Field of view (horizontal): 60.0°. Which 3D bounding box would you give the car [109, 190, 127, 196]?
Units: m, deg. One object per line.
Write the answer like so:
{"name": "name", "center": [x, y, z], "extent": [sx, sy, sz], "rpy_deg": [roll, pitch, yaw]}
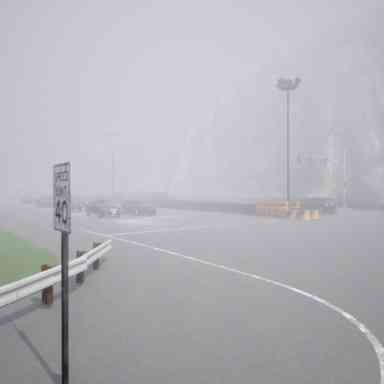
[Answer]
{"name": "car", "center": [-16.870, 0.661, 75.295], "extent": [2.150, 2.045, 5.566], "rpy_deg": [0, 1, -38]}

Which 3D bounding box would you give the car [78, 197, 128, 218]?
{"name": "car", "center": [-8.044, 1.424, 29.816], "extent": [2.128, 1.511, 4.902], "rpy_deg": [0, 0, -38]}

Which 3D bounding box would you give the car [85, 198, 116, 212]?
{"name": "car", "center": [-10.708, 1.449, 38.857], "extent": [1.994, 1.385, 4.181], "rpy_deg": [0, 0, -38]}

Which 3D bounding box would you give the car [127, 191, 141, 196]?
{"name": "car", "center": [-10.379, 0.831, 67.162], "extent": [2.150, 2.045, 5.566], "rpy_deg": [0, 1, -38]}

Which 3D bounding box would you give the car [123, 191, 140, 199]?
{"name": "car", "center": [-14.086, 0.741, 77.416], "extent": [2.097, 1.767, 4.553], "rpy_deg": [0, 1, -38]}

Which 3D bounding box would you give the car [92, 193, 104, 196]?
{"name": "car", "center": [-21.167, 0.895, 75.110], "extent": [1.837, 1.490, 4.892], "rpy_deg": [0, 1, -38]}

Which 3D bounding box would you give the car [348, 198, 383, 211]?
{"name": "car", "center": [20.718, 1.432, 38.908], "extent": [1.812, 1.442, 4.674], "rpy_deg": [0, 0, -38]}

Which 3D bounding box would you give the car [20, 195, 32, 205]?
{"name": "car", "center": [-25.715, 1.213, 52.424], "extent": [1.812, 1.442, 4.674], "rpy_deg": [0, 1, -37]}

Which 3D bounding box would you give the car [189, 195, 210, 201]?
{"name": "car", "center": [1.305, 1.219, 63.585], "extent": [2.128, 1.511, 4.902], "rpy_deg": [0, 1, -38]}

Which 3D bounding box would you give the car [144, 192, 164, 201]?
{"name": "car", "center": [-7.921, 0.951, 69.536], "extent": [2.097, 1.767, 4.553], "rpy_deg": [0, 1, -38]}

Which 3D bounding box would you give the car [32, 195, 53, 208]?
{"name": "car", "center": [-19.485, 1.318, 44.406], "extent": [1.837, 1.490, 4.892], "rpy_deg": [0, 1, -38]}

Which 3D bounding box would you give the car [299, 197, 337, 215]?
{"name": "car", "center": [11.903, 1.280, 33.142], "extent": [2.097, 1.767, 4.553], "rpy_deg": [0, 0, -38]}

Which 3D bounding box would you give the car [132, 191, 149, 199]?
{"name": "car", "center": [-12.690, 0.734, 81.313], "extent": [2.097, 1.767, 4.553], "rpy_deg": [0, 1, -38]}

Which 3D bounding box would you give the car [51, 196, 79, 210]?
{"name": "car", "center": [-13.770, 1.491, 37.093], "extent": [1.895, 1.301, 4.718], "rpy_deg": [0, 0, -38]}

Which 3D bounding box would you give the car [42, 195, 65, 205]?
{"name": "car", "center": [-22.497, 1.237, 53.983], "extent": [2.033, 1.411, 5.357], "rpy_deg": [0, 1, -38]}

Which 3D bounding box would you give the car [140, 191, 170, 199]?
{"name": "car", "center": [-5.921, 0.992, 55.779], "extent": [2.150, 2.045, 5.566], "rpy_deg": [0, 1, -38]}

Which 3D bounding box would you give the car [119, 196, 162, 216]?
{"name": "car", "center": [-5.229, 1.430, 31.898], "extent": [1.837, 1.490, 4.892], "rpy_deg": [0, 0, -38]}
